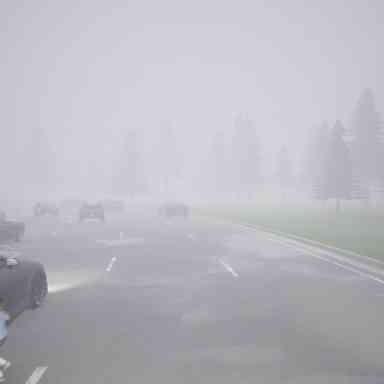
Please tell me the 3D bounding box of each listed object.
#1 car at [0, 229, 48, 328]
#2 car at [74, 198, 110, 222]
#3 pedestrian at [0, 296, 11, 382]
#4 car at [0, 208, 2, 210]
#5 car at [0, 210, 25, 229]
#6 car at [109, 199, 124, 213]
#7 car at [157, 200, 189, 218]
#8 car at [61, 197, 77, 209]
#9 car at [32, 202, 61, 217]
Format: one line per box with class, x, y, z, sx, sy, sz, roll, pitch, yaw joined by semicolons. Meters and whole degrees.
car;-3.831;1.564;5.120;1.994;1.385;4.181;0;0;-4
car;-8.099;1.492;26.691;2.128;1.511;4.902;0;0;-19
pedestrian;-2.302;1.674;3.977;0.500;1.100;0.500;0;0;-4
car;-14.146;1.565;22.695;1.994;1.385;4.181;0;0;-17
car;-8.243;1.601;13.103;1.895;1.301;4.718;0;0;-9
car;-9.038;1.491;36.888;2.128;1.511;4.902;0;0;-31
car;-1.789;1.478;30.032;1.882;1.535;5.008;0;0;-19
car;-16.397;1.478;45.783;5.008;1.535;1.882;0;0;43
car;-14.097;1.600;31.740;1.895;1.301;4.718;0;0;-29
